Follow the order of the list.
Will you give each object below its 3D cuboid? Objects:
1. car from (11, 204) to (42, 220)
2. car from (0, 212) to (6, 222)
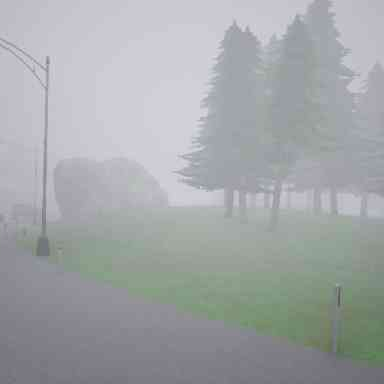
[{"bbox_3d":[-21.251,2.590,43.322,2.150,2.045,5.566,2,-4,1],"label":"car"},{"bbox_3d":[-20.449,2.405,33.528,1.994,1.385,4.181,2,-3,-9],"label":"car"}]
